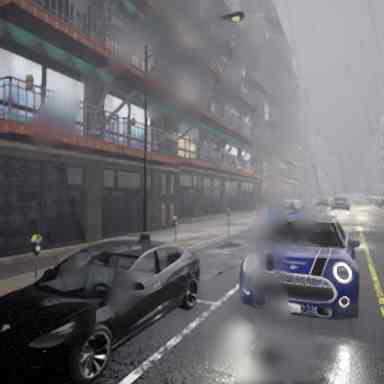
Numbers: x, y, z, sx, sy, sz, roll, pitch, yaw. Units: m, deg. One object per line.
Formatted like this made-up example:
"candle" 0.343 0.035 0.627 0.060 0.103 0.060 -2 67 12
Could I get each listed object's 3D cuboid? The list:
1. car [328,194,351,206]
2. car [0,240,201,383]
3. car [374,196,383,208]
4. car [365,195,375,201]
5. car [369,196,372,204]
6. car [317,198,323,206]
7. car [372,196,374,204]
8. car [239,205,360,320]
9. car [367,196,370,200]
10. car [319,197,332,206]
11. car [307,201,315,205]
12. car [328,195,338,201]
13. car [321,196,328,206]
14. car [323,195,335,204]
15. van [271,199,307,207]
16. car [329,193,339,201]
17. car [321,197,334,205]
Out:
"car" 17.854 1.378 39.952 2.097 1.767 4.553 0 0 25
"car" -1.291 1.571 5.609 1.947 1.339 4.313 1 0 25
"car" 28.022 1.467 48.149 1.967 1.590 4.097 1 0 25
"car" 44.942 1.565 84.058 1.887 1.381 4.507 1 0 25
"car" 32.855 1.578 58.410 2.008 1.369 4.403 1 0 25
"car" 10.797 1.575 31.260 2.008 1.369 4.403 1 0 25
"car" 30.438 1.572 53.280 1.887 1.381 4.507 1 0 25
"car" 2.629 1.359 7.644 2.097 1.767 4.553 0 0 25
"car" 35.273 1.577 63.539 2.008 1.369 4.403 1 0 25
"car" 22.813 1.554 56.757 1.752 1.417 4.829 1 0 25
"car" 8.379 1.566 26.129 1.887 1.381 4.507 1 0 25
"car" 34.973 1.575 82.561 2.008 1.369 4.403 1 0 25
"car" 20.468 1.594 51.782 1.947 1.339 4.313 1 0 25
"car" 27.722 1.469 67.171 1.967 1.590 4.097 1 0 25
"van" 5.965 1.359 20.998 1.690 1.788 3.998 1 0 25
"car" 37.394 1.337 87.688 2.192 1.841 5.009 1 0 25
"car" 25.303 1.580 62.041 2.008 1.369 4.403 1 0 25
